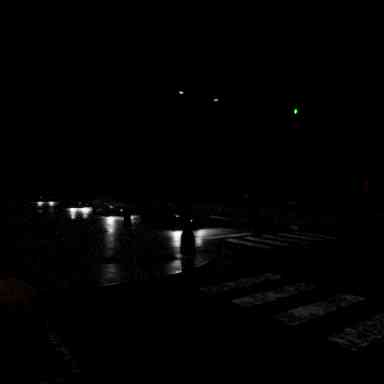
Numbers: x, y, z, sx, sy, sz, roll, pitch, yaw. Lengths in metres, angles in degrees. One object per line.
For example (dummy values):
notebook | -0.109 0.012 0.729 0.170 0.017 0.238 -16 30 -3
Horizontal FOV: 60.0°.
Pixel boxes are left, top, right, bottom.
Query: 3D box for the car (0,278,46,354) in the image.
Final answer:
car | -4.263 1.525 3.620 4.829 1.417 1.752 0 0 -35

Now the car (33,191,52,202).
car | -21.695 0.623 48.198 1.837 1.490 4.892 0 1 -36

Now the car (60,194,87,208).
car | -12.452 0.920 35.108 1.994 1.385 4.181 0 1 -36

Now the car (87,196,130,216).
car | -6.669 1.060 27.030 1.812 1.442 4.674 0 1 -35

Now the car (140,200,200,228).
car | -1.454 1.227 19.741 1.812 1.442 4.674 0 1 -37
